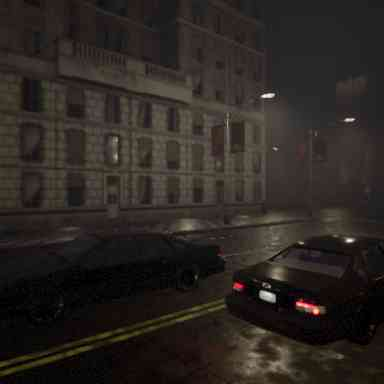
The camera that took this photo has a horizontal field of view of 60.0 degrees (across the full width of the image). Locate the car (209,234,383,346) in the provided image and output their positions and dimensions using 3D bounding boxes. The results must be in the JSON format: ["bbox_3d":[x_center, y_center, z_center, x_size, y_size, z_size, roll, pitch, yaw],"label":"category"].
[{"bbox_3d":[3.044,1.549,6.377,5.357,1.411,2.033,0,0,-39],"label":"car"}]

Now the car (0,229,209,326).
[{"bbox_3d":[-1.672,1.557,7.287,5.357,1.411,2.033,0,0,-38],"label":"car"}]
